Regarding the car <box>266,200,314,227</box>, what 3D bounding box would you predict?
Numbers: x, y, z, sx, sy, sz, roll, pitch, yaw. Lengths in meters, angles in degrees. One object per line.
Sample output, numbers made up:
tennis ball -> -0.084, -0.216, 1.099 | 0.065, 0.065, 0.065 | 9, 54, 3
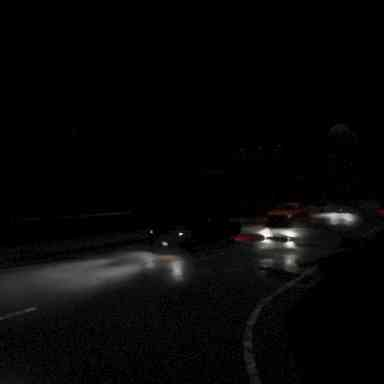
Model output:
car -> 6.909, 1.529, 23.532 | 1.882, 1.535, 5.008 | -1, -1, 36

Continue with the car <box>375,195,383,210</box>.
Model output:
car -> 25.994, 1.557, 43.872 | 2.128, 1.511, 4.902 | -1, -1, 36

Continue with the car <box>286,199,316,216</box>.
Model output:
car -> 11.468, 1.579, 34.850 | 1.816, 1.474, 4.193 | 6, 3, 33

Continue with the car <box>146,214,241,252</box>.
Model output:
car -> 0.243, 1.624, 14.207 | 1.895, 1.301, 4.718 | -1, -1, 36

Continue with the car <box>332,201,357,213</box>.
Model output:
car -> 17.763, 1.698, 38.628 | 1.895, 1.301, 4.718 | -1, -1, 36
